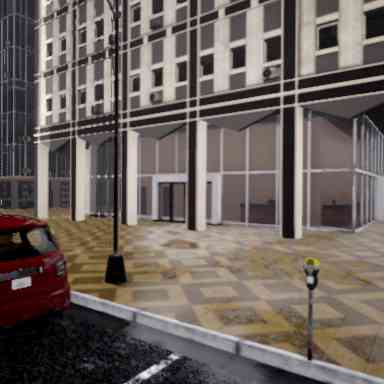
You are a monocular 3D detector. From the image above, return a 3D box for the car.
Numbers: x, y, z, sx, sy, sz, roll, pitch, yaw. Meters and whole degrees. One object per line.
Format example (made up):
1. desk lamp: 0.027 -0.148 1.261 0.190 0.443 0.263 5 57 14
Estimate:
1. car: -4.247 1.320 5.891 5.009 1.841 2.192 0 1 35
